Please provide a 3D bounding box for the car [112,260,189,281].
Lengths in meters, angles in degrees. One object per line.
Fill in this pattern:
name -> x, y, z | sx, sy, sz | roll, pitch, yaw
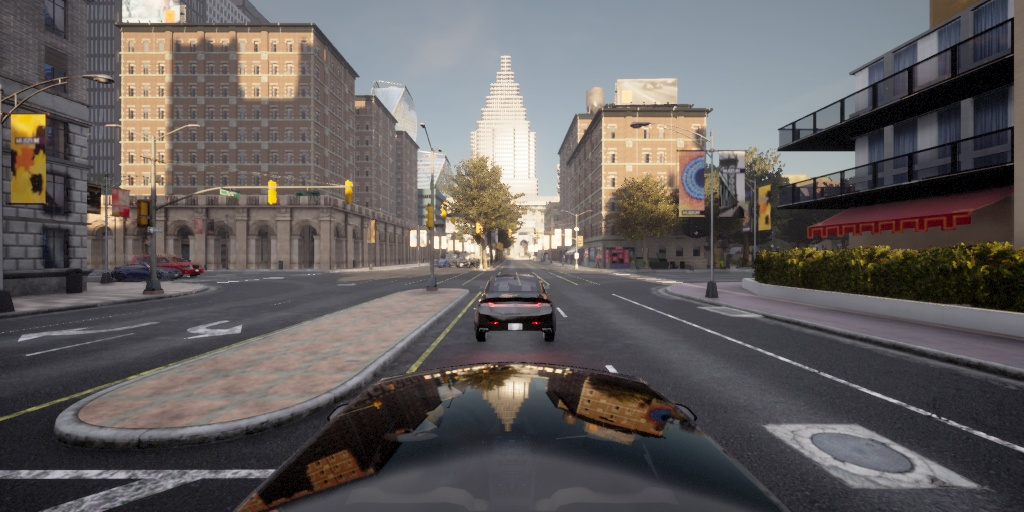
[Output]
car -> -29.725, 1.276, 29.252 | 4.674, 1.442, 1.812 | 0, 0, 0

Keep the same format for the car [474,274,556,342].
car -> 0.081, 1.241, 9.806 | 2.128, 1.511, 4.902 | 0, 0, 0

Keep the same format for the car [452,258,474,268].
car -> -8.045, 1.241, 59.624 | 2.128, 1.511, 4.902 | 0, 0, 0

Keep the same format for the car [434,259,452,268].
car -> -11.541, 1.227, 60.040 | 1.882, 1.535, 5.008 | 0, 0, 0

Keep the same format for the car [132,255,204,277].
car -> -31.565, 0.971, 32.752 | 5.566, 2.045, 2.150 | 0, 0, -1
